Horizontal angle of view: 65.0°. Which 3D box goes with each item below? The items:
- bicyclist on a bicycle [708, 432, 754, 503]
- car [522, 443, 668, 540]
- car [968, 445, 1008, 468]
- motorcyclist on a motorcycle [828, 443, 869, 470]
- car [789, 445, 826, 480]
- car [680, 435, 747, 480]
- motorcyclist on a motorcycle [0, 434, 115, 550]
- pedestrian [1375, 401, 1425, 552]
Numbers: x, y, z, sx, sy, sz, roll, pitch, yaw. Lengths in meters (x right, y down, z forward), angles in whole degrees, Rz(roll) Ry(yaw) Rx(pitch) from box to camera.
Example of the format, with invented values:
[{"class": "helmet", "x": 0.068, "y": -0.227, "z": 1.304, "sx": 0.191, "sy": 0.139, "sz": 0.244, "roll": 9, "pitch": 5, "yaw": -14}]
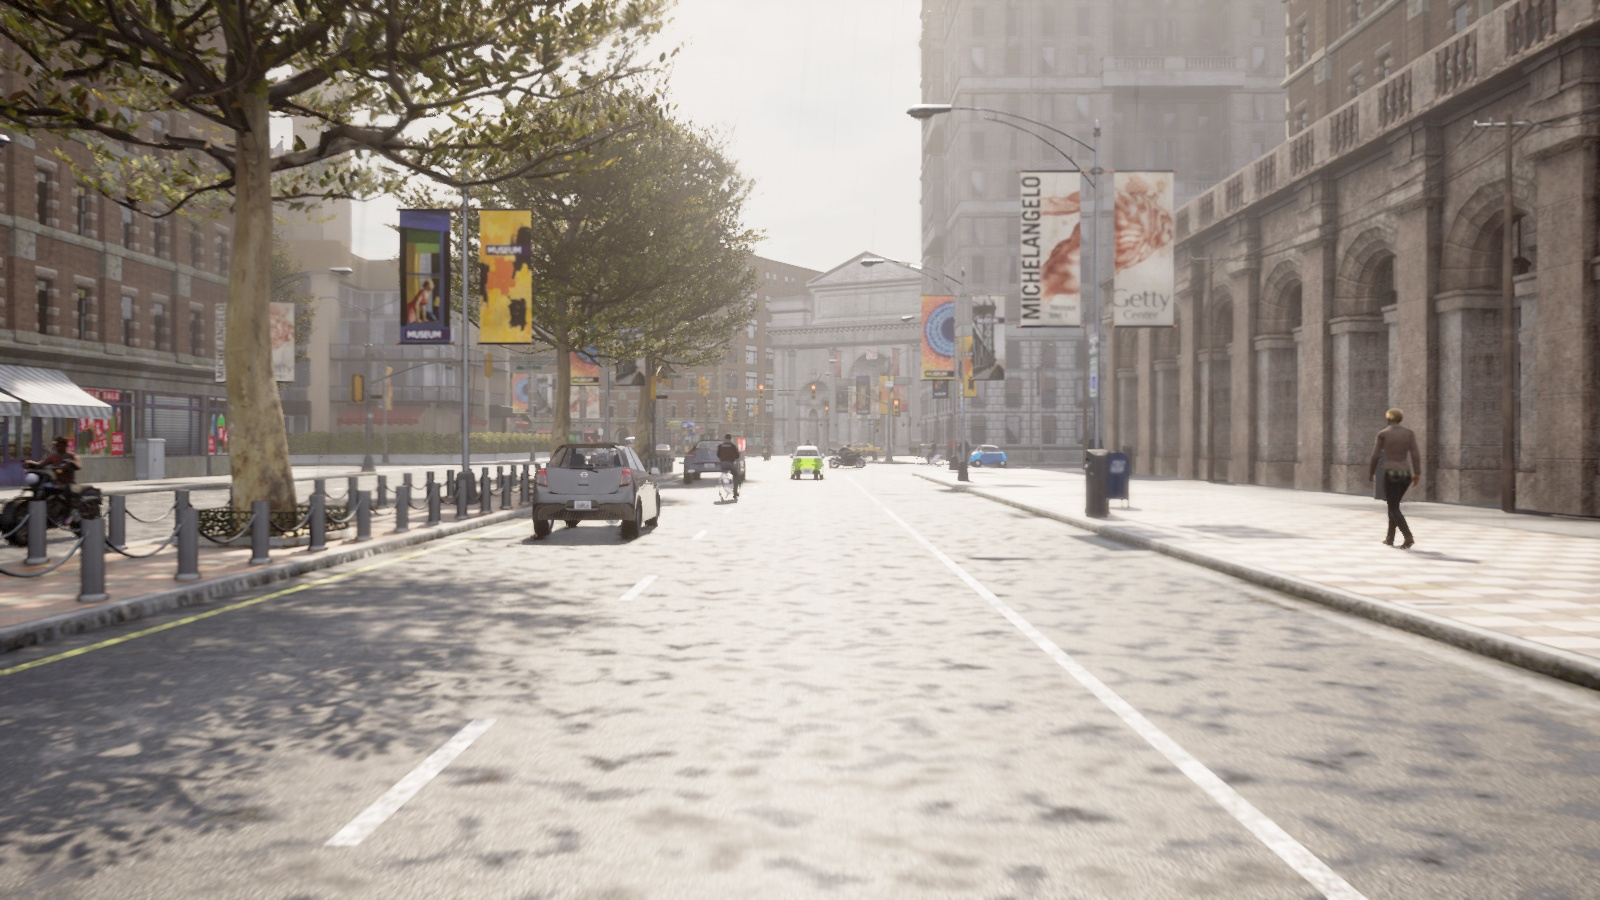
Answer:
[{"class": "bicyclist on a bicycle", "x": -1.769, "y": 0.433, "z": 32.458, "sx": 0.659, "sy": 1.776, "sz": 1.843, "roll": 0, "pitch": 1, "yaw": 14}, {"class": "car", "x": -3.364, "y": 0.638, "z": 21.251, "sx": 1.845, "sy": 1.501, "sz": 3.633, "roll": 0, "pitch": 0, "yaw": 0}, {"class": "car", "x": 11.323, "y": 0.384, "z": 75.660, "sx": 2.207, "sy": 1.376, "sz": 1.481, "roll": 0, "pitch": 0, "yaw": 0}, {"class": "motorcyclist on a motorcycle", "x": 2.822, "y": 0.374, "z": 72.749, "sx": 2.191, "sy": 1.530, "sz": 0.866, "roll": 0, "pitch": 0, "yaw": 17}, {"class": "car", "x": 0.296, "y": 0.511, "z": 51.619, "sx": 1.481, "sy": 1.376, "sz": 2.207, "roll": 0, "pitch": 1, "yaw": 1}, {"class": "car", "x": -3.286, "y": 0.248, "z": 48.708, "sx": 2.152, "sy": 1.651, "sz": 5.027, "roll": 0, "pitch": 0, "yaw": 1}, {"class": "motorcyclist on a motorcycle", "x": -11.377, "y": 0.581, "z": 18.972, "sx": 0.766, "sy": 1.649, "sz": 2.350, "roll": 0, "pitch": 0, "yaw": 0}, {"class": "pedestrian", "x": 7.474, "y": 0.321, "z": 15.653, "sx": 0.331, "sy": 1.846, "sz": 0.634, "roll": 0, "pitch": 0, "yaw": 3}]
